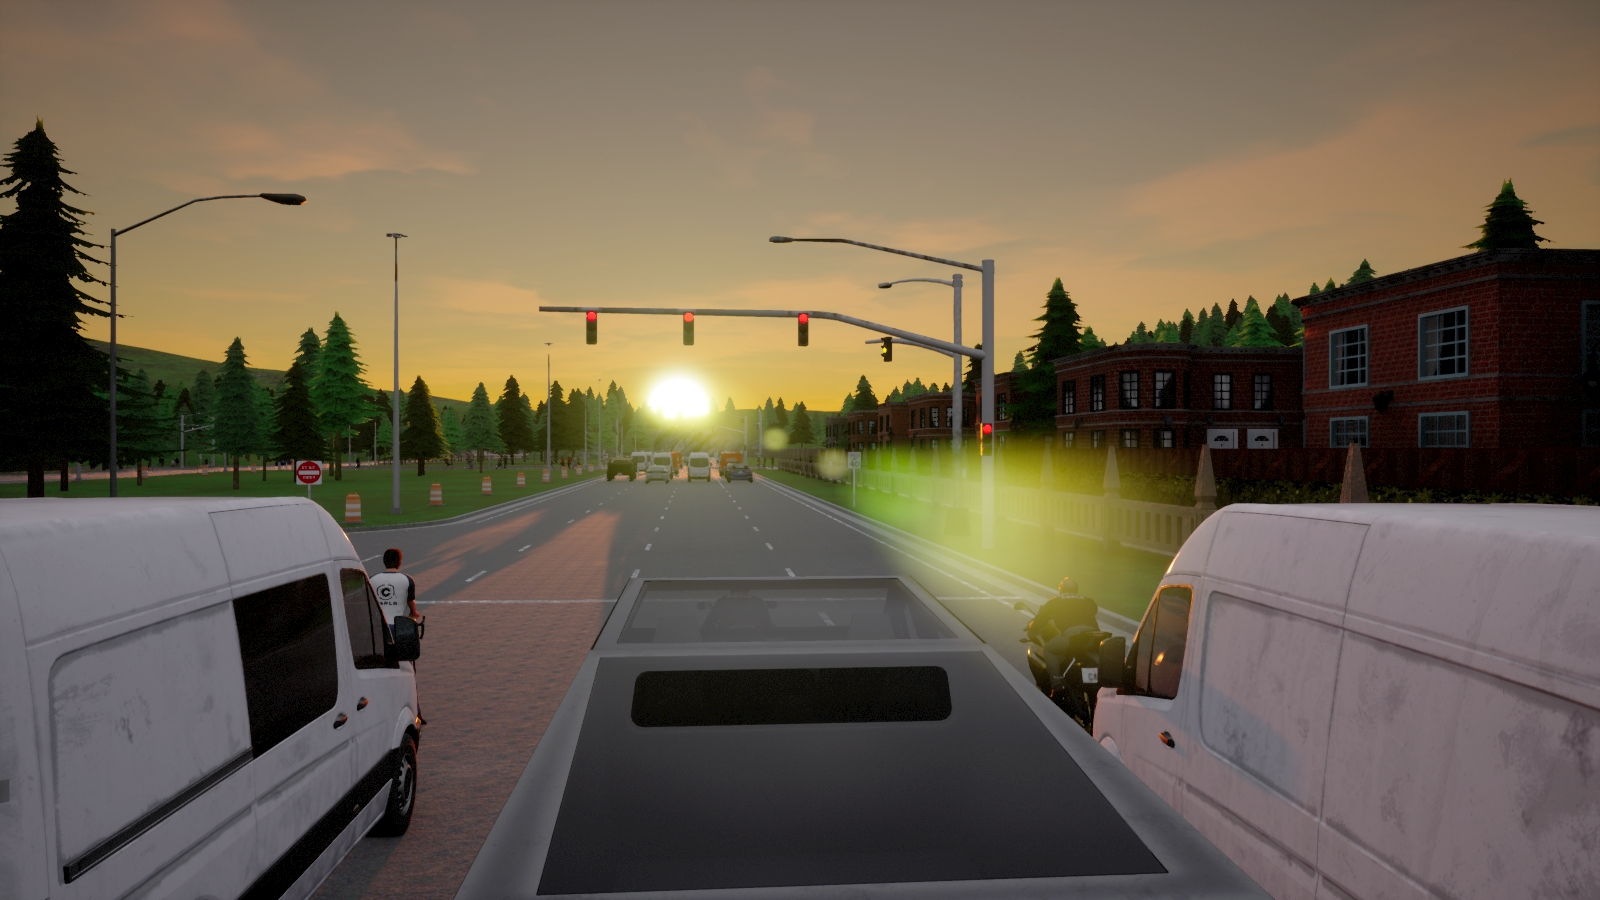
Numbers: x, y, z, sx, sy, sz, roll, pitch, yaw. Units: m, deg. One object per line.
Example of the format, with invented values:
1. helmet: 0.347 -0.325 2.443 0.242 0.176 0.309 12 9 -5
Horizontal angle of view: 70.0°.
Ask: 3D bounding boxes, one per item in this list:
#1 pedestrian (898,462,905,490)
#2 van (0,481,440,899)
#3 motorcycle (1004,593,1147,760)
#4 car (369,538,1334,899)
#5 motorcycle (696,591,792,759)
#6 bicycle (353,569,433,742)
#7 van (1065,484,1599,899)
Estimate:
1. pedestrian: 6.726 1.698 75.814 0.375 1.860 0.375 0 0 -5
2. van: -3.677 1.534 6.378 1.988 2.561 5.915 0 0 -5
3. motorcycle: 2.714 2.205 11.543 0.867 1.251 2.209 0 0 -2
4. car: -0.117 1.754 5.929 2.390 2.098 6.274 0 0 -5
5. motorcycle: -0.613 2.205 11.622 0.867 1.251 2.209 0 0 -6
6. bicycle: -4.173 2.056 11.794 0.373 1.496 1.643 0 0 -5
7. van: 3.020 1.534 5.590 1.988 2.561 5.915 0 0 -1
